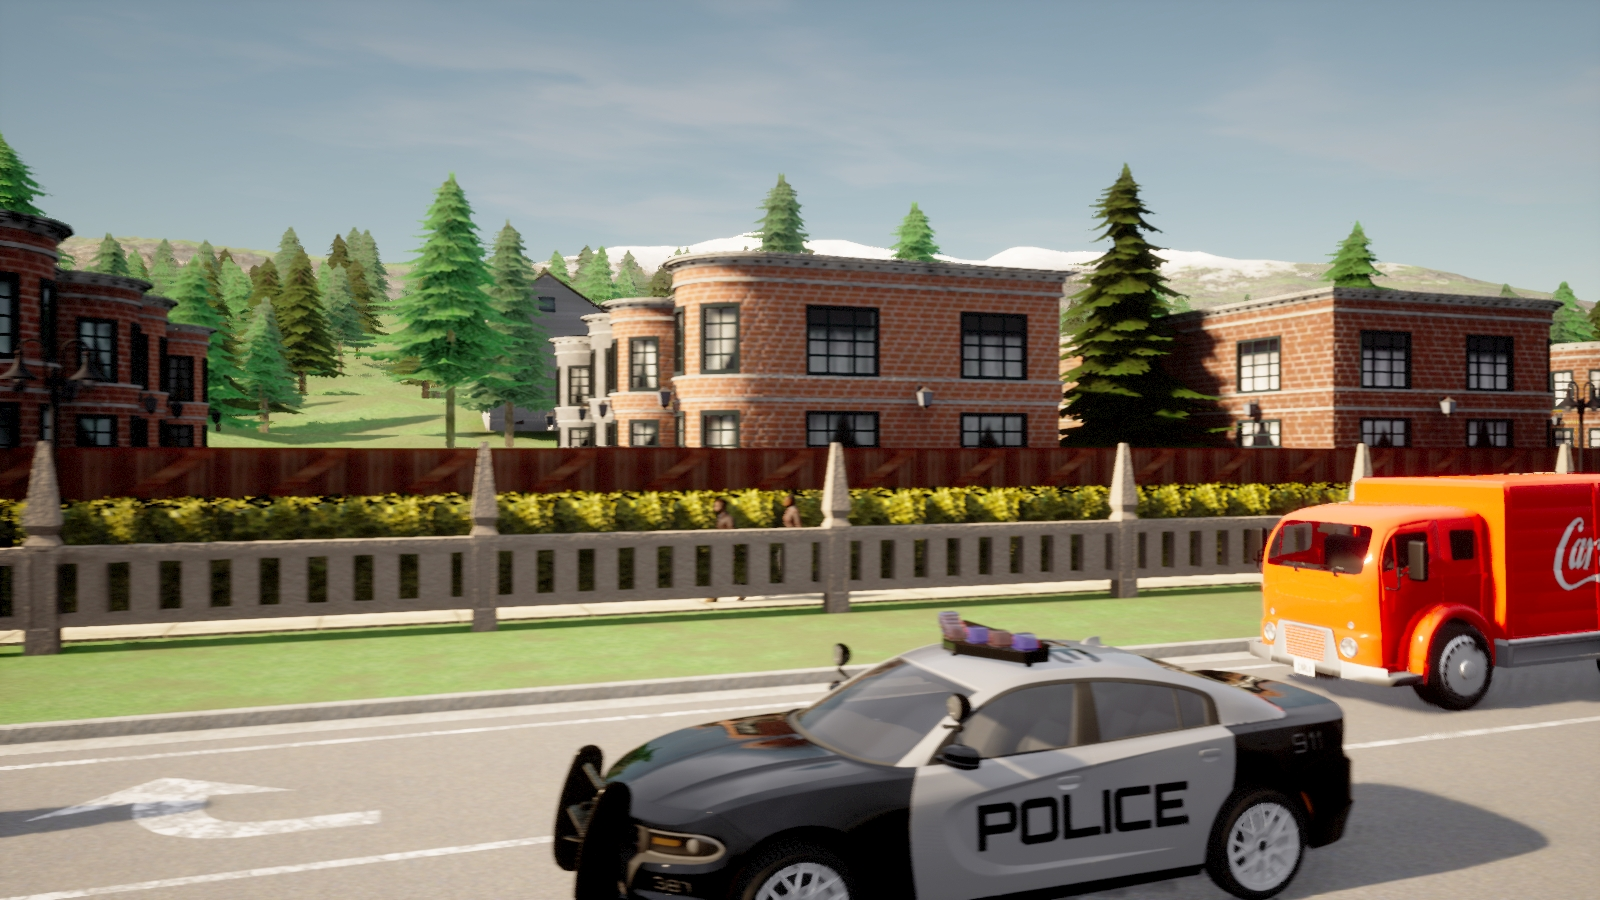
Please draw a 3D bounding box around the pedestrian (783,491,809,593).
[{"bbox_3d":[-0.082,1.696,21.225,0.375,1.860,0.375,0,0,-21],"label":"pedestrian"}]

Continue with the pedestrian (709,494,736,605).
[{"bbox_3d":[-1.320,1.695,19.532,0.375,1.860,0.375,0,0,-19],"label":"pedestrian"}]

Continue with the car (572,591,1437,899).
[{"bbox_3d":[1.308,1.981,7.499,5.238,1.638,2.097,0,0,-20],"label":"car"}]

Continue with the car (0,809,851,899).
[{"bbox_3d":[-1.820,2.065,2.638,4.193,1.474,1.816,0,0,-20],"label":"car"}]

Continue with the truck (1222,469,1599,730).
[{"bbox_3d":[8.100,1.548,13.695,5.204,2.467,2.627,-1,0,-20],"label":"truck"}]
